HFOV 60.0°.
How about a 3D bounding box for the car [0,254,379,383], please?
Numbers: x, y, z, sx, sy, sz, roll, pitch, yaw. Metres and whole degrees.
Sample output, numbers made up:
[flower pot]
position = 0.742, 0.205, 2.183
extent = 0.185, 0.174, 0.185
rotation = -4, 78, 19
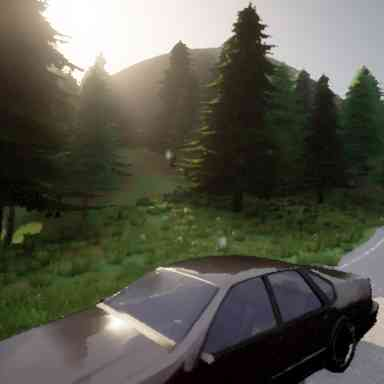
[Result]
[car]
position = 0.319, 1.560, 4.019
extent = 5.357, 1.411, 2.033
rotation = 0, 0, -39
